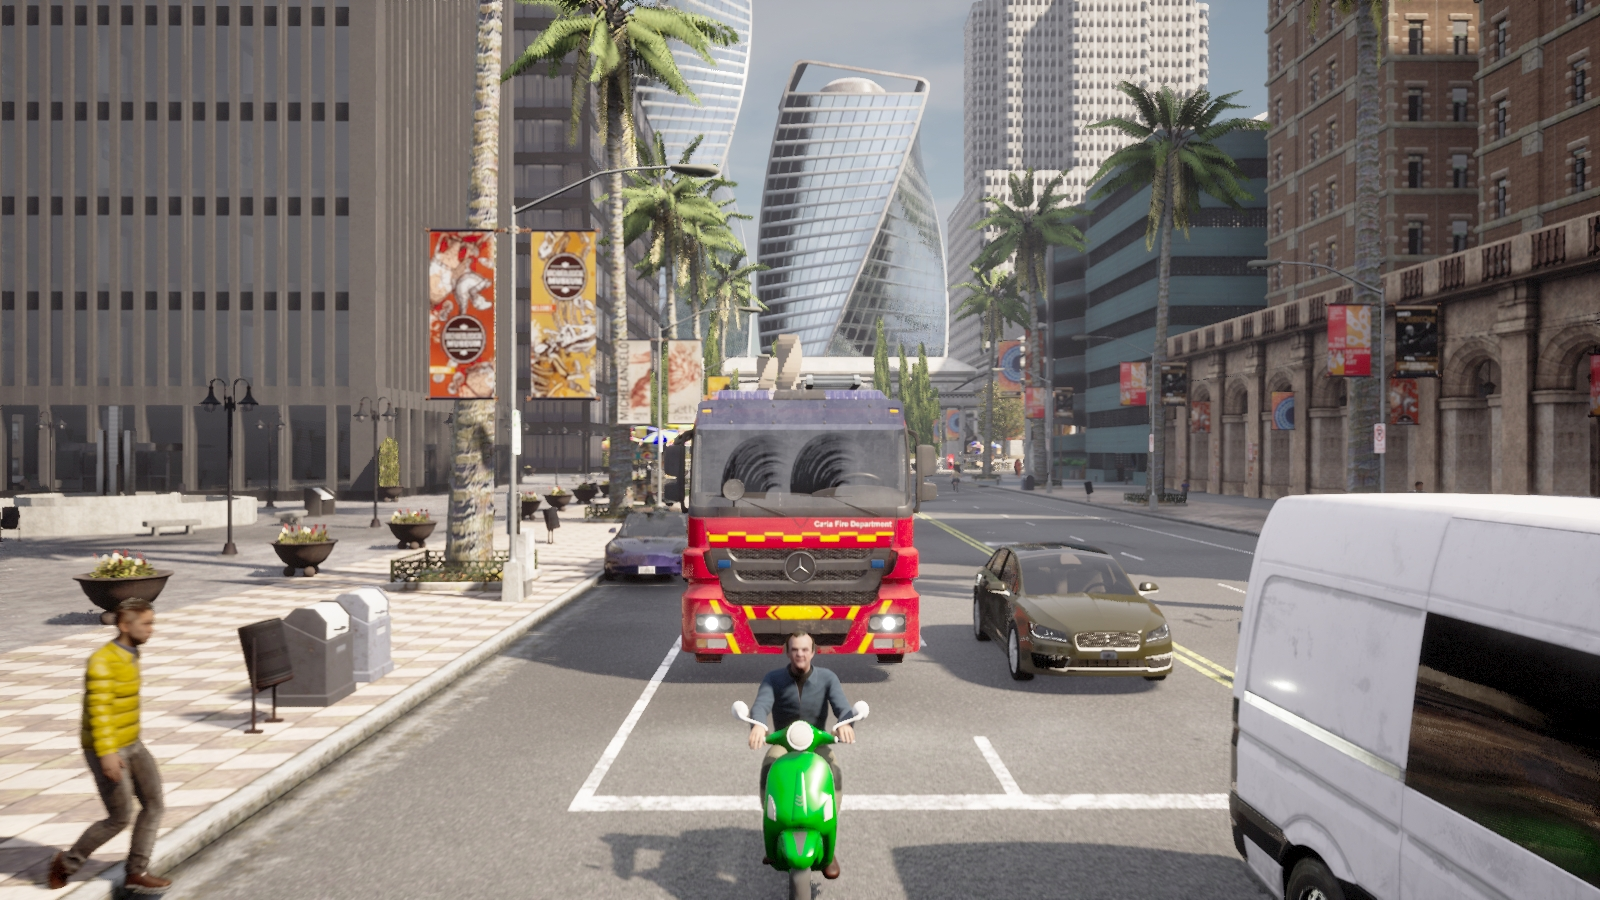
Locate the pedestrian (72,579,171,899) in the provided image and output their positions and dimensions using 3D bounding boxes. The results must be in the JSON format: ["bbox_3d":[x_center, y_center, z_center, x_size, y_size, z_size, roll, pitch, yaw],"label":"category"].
[{"bbox_3d":[-4.114,1.737,6.943,0.375,1.860,0.375,0,0,2],"label":"pedestrian"}]

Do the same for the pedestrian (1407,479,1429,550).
[{"bbox_3d":[16.388,1.696,30.287,0.375,1.860,0.375,0,0,-2],"label":"pedestrian"}]

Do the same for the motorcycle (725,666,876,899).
[{"bbox_3d":[0.001,2.182,7.377,0.856,1.236,1.805,0,0,0],"label":"motorcycle"}]

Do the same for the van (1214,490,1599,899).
[{"bbox_3d":[3.701,1.534,4.131,1.988,2.561,5.915,0,0,-3],"label":"van"}]

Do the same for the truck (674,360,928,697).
[{"bbox_3d":[0.010,0.890,17.205,2.891,3.827,8.468,0,0,0],"label":"truck"}]

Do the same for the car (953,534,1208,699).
[{"bbox_3d":[3.503,2.060,15.369,2.231,1.480,4.892,0,0,0],"label":"car"}]

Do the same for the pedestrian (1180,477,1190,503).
[{"bbox_3d":[19.023,1.975,56.430,0.375,1.300,0.375,0,0,7],"label":"pedestrian"}]
